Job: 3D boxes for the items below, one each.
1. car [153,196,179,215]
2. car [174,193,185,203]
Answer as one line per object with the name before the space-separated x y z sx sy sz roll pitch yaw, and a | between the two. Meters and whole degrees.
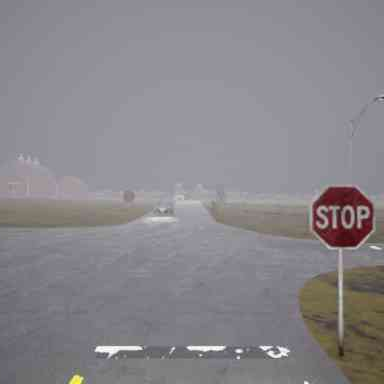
car | -2.744 1.505 33.403 2.128 1.511 4.902 0 0 0
car | -2.734 1.266 73.308 2.150 2.045 5.566 0 0 0
